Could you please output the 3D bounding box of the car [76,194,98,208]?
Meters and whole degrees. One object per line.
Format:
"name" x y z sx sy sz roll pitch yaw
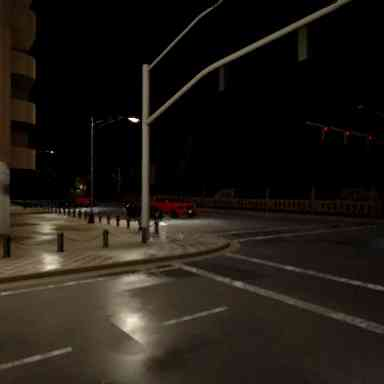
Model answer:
"car" -16.480 1.357 51.432 2.150 2.045 5.566 0 0 -36

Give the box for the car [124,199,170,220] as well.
"car" -4.208 1.622 28.511 1.837 1.490 4.892 0 0 -36

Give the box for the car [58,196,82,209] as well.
"car" -17.592 1.643 46.971 1.812 1.442 4.674 0 0 -36

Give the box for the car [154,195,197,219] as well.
"car" -1.789 1.354 31.136 2.150 2.045 5.566 0 0 -36
